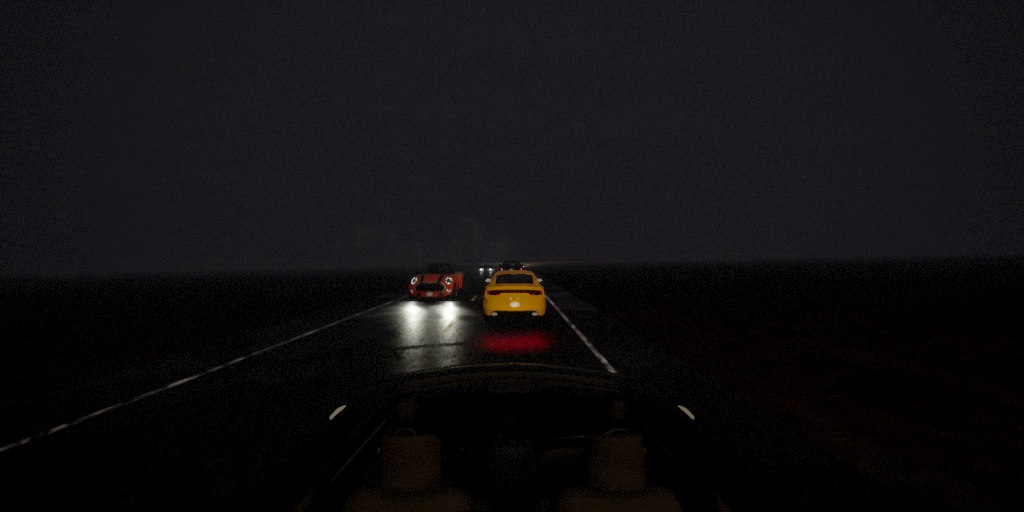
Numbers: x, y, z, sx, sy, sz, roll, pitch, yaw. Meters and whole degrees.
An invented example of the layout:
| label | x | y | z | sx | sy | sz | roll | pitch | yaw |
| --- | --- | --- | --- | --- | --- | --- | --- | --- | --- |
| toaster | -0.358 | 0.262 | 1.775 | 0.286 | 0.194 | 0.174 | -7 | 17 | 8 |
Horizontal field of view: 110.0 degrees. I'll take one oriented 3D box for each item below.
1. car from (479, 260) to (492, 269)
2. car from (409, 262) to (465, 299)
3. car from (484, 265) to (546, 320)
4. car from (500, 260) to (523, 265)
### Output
| label | x | y | z | sx | sy | sz | roll | pitch | yaw |
| --- | --- | --- | --- | --- | --- | --- | --- | --- | --- |
| car | -4.145 | 1.343 | 58.443 | 1.812 | 1.442 | 4.674 | 0 | 0 | -1 |
| car | -3.658 | 1.114 | 18.093 | 2.097 | 1.767 | 4.553 | 0 | 0 | 0 |
| car | 0.071 | 1.234 | 12.680 | 1.882 | 1.535 | 5.008 | 0 | 0 | 0 |
| car | -0.063 | 1.126 | 30.808 | 2.097 | 1.767 | 4.553 | 0 | 0 | -1 |
